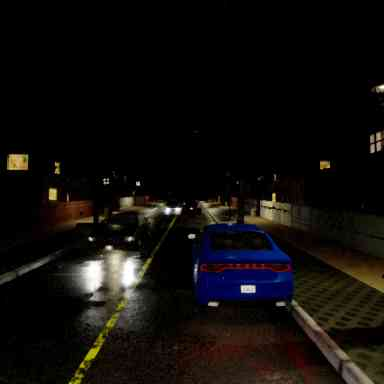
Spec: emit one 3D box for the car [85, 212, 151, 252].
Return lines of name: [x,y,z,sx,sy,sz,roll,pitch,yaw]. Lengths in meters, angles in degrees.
car: [-2.890,1.563,14.274,2.033,1.411,5.357,0,0,0]

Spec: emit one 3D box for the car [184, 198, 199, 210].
car: [-0.072,1.565,44.656,1.837,1.490,4.892,0,0,0]

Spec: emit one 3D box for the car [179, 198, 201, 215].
car: [-0.033,1.609,34.775,1.994,1.385,4.181,0,0,1]

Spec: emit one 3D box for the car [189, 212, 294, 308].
car: [0.940,1.487,8.081,1.882,1.535,5.008,0,0,0]

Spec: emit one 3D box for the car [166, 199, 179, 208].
car: [-2.898,1.670,50.698,1.895,1.301,4.718,0,0,0]
